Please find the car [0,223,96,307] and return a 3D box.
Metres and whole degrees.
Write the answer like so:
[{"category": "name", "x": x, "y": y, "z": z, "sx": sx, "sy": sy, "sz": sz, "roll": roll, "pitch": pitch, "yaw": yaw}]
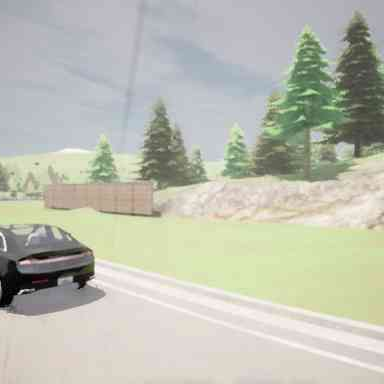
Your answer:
[{"category": "car", "x": -4.248, "y": 1.516, "z": 8.118, "sx": 4.902, "sy": 1.511, "sz": 2.128, "roll": 0, "pitch": 0, "yaw": 43}]
